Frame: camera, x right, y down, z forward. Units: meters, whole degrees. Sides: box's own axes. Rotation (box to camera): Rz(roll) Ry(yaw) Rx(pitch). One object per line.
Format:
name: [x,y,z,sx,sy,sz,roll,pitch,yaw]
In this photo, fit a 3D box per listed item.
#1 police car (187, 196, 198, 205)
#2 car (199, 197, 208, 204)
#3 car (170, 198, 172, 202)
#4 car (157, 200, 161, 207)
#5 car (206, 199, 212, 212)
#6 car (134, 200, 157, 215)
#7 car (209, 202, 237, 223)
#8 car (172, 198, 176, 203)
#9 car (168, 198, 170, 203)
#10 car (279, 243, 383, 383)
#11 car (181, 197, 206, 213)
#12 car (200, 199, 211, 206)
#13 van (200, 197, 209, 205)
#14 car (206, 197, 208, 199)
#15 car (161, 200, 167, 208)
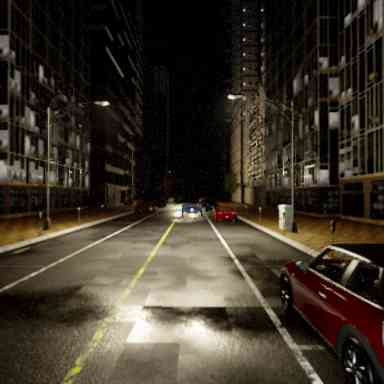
police car: [0.023,1.550,61.160,1.930,1.638,5.238,0,0,0]
car: [2.722,2.081,79.094,1.967,1.590,4.097,0,0,0]
car: [-5.654,2.246,90.321,1.752,1.417,4.829,0,0,0]
car: [-5.672,1.967,44.951,1.802,1.307,4.206,0,0,0]
car: [2.709,1.950,44.941,1.947,1.339,4.313,0,0,0]
car: [-5.674,1.884,39.258,1.887,1.381,4.507,0,0,0]
car: [2.703,1.791,27.865,1.887,1.381,4.507,0,0,0]
car: [-2.971,1.813,79.662,1.994,1.385,4.181,0,0,0]
car: [-5.665,2.083,62.028,1.947,1.339,4.313,0,0,0]
car: [2.694,1.487,5.096,1.967,1.590,4.097,0,-1,0]
car: [0.011,1.357,30.056,1.882,1.535,5.008,0,0,0]
car: [2.718,2.125,67.708,1.947,1.339,4.313,0,0,0]
van: [2.720,1.942,73.404,1.690,1.788,3.998,0,0,0]
car: [2.713,2.038,56.325,1.947,1.339,4.313,0,0,0]
car: [-5.667,2.018,56.336,1.887,1.381,4.507,0,0,0]
